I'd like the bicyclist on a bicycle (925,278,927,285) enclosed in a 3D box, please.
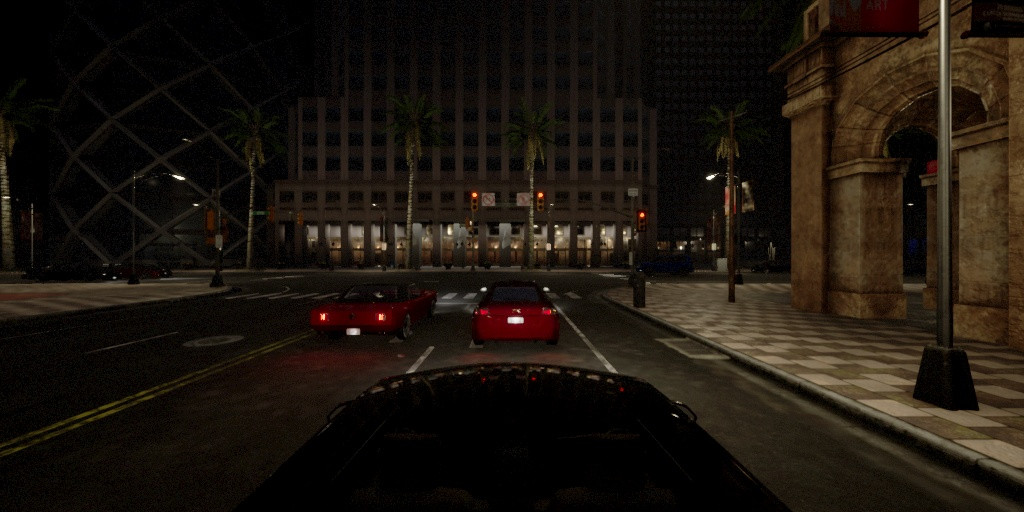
[{"bbox_3d":[24.677,1.050,20.602,0.582,1.620,1.656,0,0,0],"label":"bicyclist on a bicycle"}]

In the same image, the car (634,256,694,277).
[{"bbox_3d":[14.805,0.971,35.115,5.566,2.045,2.150,0,0,0],"label":"car"}]

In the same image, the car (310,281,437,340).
[{"bbox_3d":[-3.417,1.351,9.976,1.895,1.301,4.718,0,0,0],"label":"car"}]

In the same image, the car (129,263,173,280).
[{"bbox_3d":[-32.127,1.313,31.001,4.181,1.385,1.994,0,0,-6],"label":"car"}]

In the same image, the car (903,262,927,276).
[{"bbox_3d":[38.551,1.297,35.033,5.357,1.411,2.033,0,0,0],"label":"car"}]

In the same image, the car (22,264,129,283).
[{"bbox_3d":[-33.640,1.297,27.556,5.357,1.411,2.033,0,0,-9],"label":"car"}]

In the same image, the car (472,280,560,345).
[{"bbox_3d":[0.082,1.314,9.513,1.994,1.385,4.181,0,0,0],"label":"car"}]
